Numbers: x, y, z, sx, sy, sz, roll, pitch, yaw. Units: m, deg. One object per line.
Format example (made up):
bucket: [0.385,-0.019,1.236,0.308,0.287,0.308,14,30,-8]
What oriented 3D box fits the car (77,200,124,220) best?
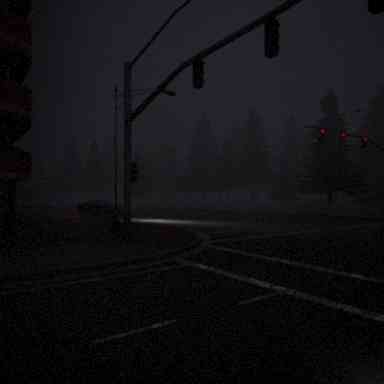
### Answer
car: [-7.444,1.444,27.860,4.902,1.511,2.128,0,0,28]
